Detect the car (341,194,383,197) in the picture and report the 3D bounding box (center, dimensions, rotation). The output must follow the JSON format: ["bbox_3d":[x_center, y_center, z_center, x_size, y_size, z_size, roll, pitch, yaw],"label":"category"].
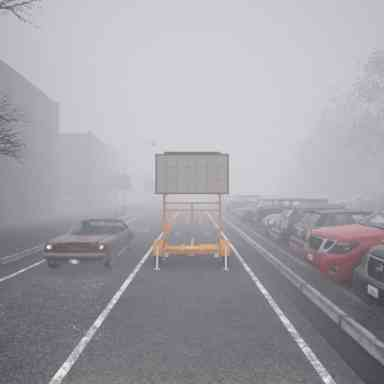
[{"bbox_3d":[18.730,1.242,33.706,5.566,2.045,2.435,0,0,0],"label":"car"}]

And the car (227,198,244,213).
[{"bbox_3d":[5.649,1.520,27.734,4.792,1.488,2.163,0,0,0],"label":"car"}]

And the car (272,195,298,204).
[{"bbox_3d":[18.735,1.461,67.000,4.553,1.767,2.185,0,0,0],"label":"car"}]

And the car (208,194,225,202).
[{"bbox_3d":[5.707,1.272,50.158,5.566,2.045,2.435,0,0,0],"label":"car"}]

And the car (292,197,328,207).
[{"bbox_3d":[18.753,1.535,53.076,5.008,1.535,2.097,0,0,0],"label":"car"}]

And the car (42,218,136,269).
[{"bbox_3d":[-3.235,1.609,11.351,1.895,1.301,4.718,0,0,0],"label":"car"}]

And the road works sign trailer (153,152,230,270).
[{"bbox_3d":[0.006,0.473,11.027,2.380,3.560,2.880,0,0,1],"label":"road works sign trailer"}]

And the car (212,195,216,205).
[{"bbox_3d":[5.674,1.514,47.350,4.892,1.521,2.231,0,0,0],"label":"car"}]

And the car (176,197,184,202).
[{"bbox_3d":[-3.129,1.923,88.199,1.895,1.301,4.718,0,-1,0],"label":"car"}]

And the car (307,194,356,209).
[{"bbox_3d":[18.730,1.256,44.723,5.566,2.045,2.435,0,0,0],"label":"car"}]

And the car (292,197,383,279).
[{"bbox_3d":[5.650,1.233,8.112,5.566,2.045,2.435,0,0,0],"label":"car"}]

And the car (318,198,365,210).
[{"bbox_3d":[18.753,1.502,41.936,5.008,1.535,2.097,0,0,0],"label":"car"}]

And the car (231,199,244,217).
[{"bbox_3d":[5.649,1.519,24.931,4.792,1.488,2.163,0,0,0],"label":"car"}]

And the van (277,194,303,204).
[{"bbox_3d":[18.879,1.348,64.220,4.442,1.987,1.878,0,0,0],"label":"van"}]

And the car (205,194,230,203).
[{"bbox_3d":[5.728,1.389,75.387,5.566,2.045,2.435,0,0,0],"label":"car"}]

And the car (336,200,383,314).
[{"bbox_3d":[5.649,1.232,5.308,5.566,2.045,2.435,0,0,0],"label":"car"}]

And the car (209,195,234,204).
[{"bbox_3d":[5.652,1.447,64.176,4.553,1.767,2.185,0,0,0],"label":"car"}]

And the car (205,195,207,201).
[{"bbox_3d":[5.715,1.335,66.977,5.566,2.045,2.435,0,0,0],"label":"car"}]

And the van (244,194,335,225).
[{"bbox_3d":[5.561,1.262,19.325,4.442,1.987,1.878,0,0,0],"label":"van"}]

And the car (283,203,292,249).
[{"bbox_3d":[5.647,1.359,10.915,4.553,1.767,2.185,0,0,0],"label":"car"}]

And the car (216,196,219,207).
[{"bbox_3d":[5.673,1.495,38.944,5.008,1.535,2.097,0,0,0],"label":"car"}]

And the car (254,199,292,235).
[{"bbox_3d":[5.709,1.361,16.521,4.553,1.767,2.185,0,0,0],"label":"car"}]

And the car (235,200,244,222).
[{"bbox_3d":[5.673,1.488,22.128,5.008,1.535,2.097,0,0,0],"label":"car"}]

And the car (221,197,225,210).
[{"bbox_3d":[5.707,1.521,33.341,4.792,1.488,2.163,0,0,0],"label":"car"}]

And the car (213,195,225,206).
[{"bbox_3d":[5.649,1.535,44.552,4.792,1.488,2.163,0,0,0],"label":"car"}]

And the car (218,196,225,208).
[{"bbox_3d":[5.864,1.490,36.144,5.366,1.575,1.946,0,0,0],"label":"car"}]

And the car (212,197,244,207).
[{"bbox_3d":[5.673,1.533,52.961,5.008,1.535,2.097,0,0,0],"label":"car"}]

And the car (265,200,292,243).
[{"bbox_3d":[5.647,1.360,13.718,4.553,1.767,2.185,0,0,0],"label":"car"}]

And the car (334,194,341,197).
[{"bbox_3d":[18.729,1.243,36.368,5.566,2.045,2.435,0,0,0],"label":"car"}]

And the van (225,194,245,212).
[{"bbox_3d":[5.562,1.265,30.538,4.442,1.987,1.878,0,0,0],"label":"van"}]

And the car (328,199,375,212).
[{"bbox_3d":[18.755,1.537,39.275,4.674,1.452,2.002,0,0,0],"label":"car"}]

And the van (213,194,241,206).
[{"bbox_3d":[5.795,1.317,55.765,4.442,1.987,1.878,0,0,0],"label":"van"}]
